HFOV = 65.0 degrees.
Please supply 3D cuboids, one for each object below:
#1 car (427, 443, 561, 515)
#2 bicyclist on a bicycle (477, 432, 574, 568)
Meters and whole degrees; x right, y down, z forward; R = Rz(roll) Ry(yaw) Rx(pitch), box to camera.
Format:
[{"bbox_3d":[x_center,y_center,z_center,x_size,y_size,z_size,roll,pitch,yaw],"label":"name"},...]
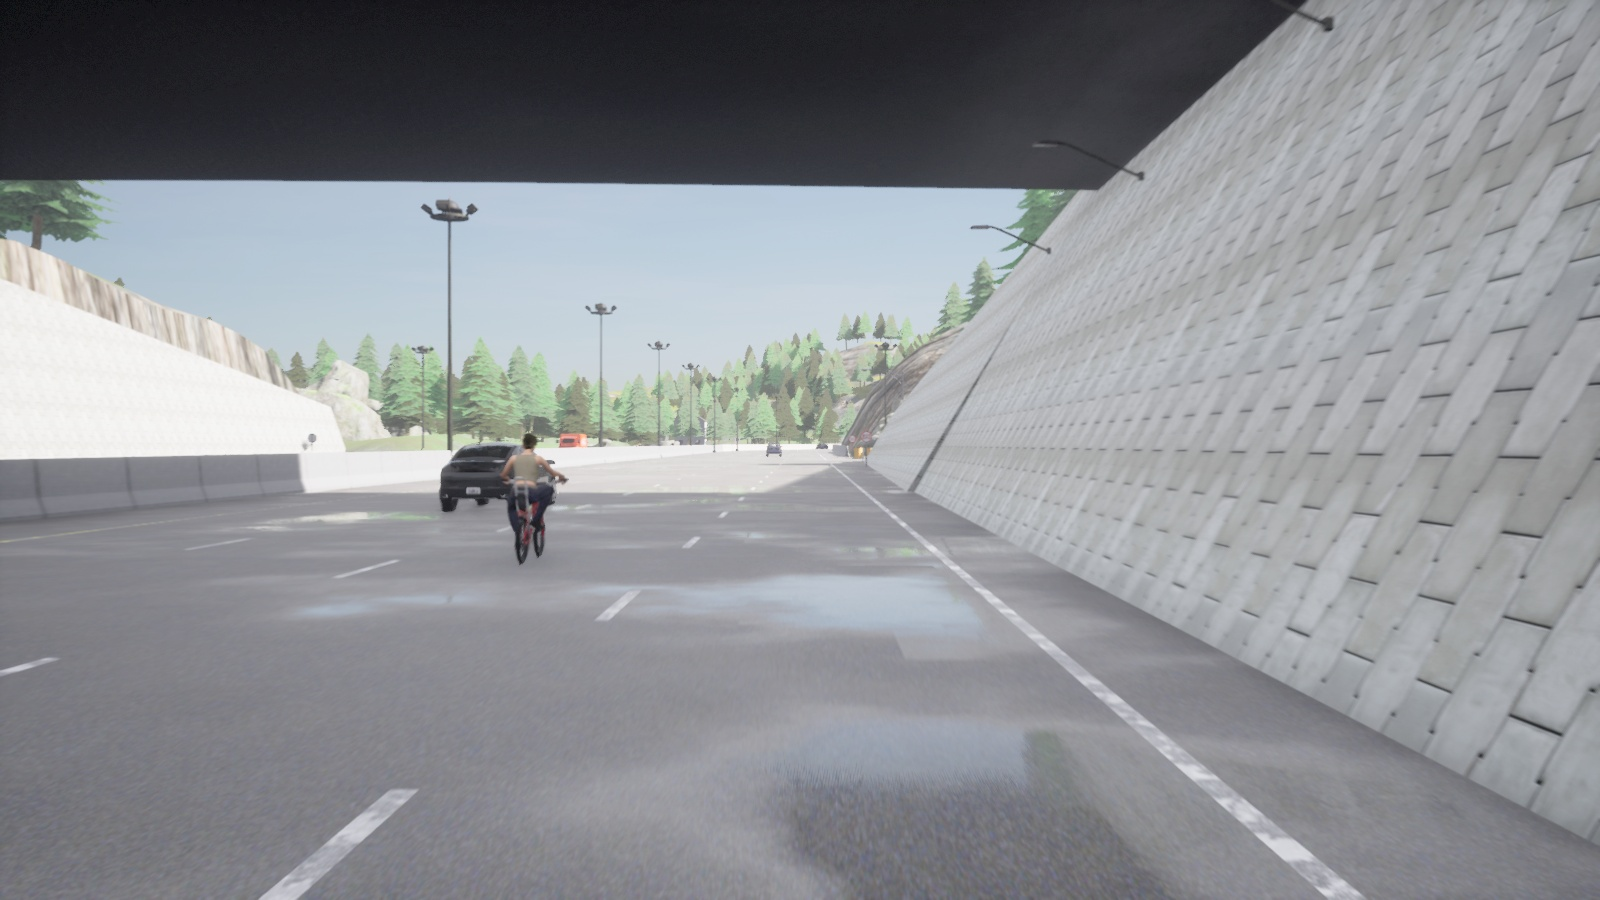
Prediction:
[{"bbox_3d":[-6.836,0.586,28.585,1.837,1.490,4.892,0,0,0],"label":"car"},{"bbox_3d":[-3.401,0.593,15.693,0.866,1.612,1.509,0,0,1],"label":"bicyclist on a bicycle"}]
